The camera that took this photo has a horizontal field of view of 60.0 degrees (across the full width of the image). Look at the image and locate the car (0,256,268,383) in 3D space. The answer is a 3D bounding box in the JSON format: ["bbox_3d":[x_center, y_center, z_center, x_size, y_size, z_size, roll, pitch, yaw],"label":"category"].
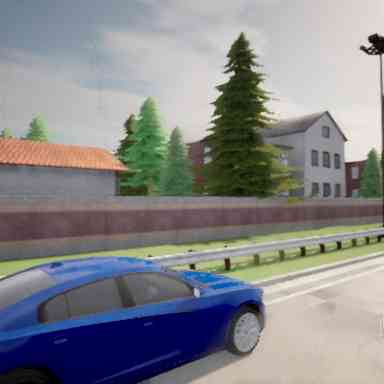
[{"bbox_3d":[-1.019,1.644,4.607,5.008,1.535,1.882,1,-2,-39],"label":"car"}]
